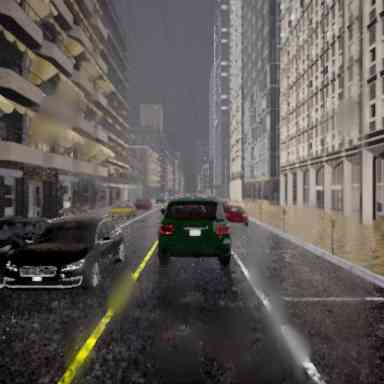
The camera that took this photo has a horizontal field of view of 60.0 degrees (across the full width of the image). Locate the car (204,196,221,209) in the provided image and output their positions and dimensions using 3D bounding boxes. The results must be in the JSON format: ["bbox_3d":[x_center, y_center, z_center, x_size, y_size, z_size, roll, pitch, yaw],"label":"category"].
[{"bbox_3d":[2.690,1.326,44.674,1.967,1.590,4.097,0,0,0],"label":"car"}]

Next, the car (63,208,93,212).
[{"bbox_3d":[-5.690,1.503,16.431,2.008,1.369,4.403,0,0,0],"label":"car"}]

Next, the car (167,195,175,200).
[{"bbox_3d":[-5.691,1.372,89.863,1.802,1.307,4.206,0,0,0],"label":"car"}]

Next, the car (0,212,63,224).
[{"bbox_3d":[-5.690,1.534,10.783,1.947,1.339,4.313,0,0,0],"label":"car"}]

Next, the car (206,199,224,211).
[{"bbox_3d":[2.689,1.480,39.026,1.802,1.307,4.206,0,0,0],"label":"car"}]

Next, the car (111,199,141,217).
[{"bbox_3d":[-5.691,1.449,27.559,1.752,1.417,4.829,0,0,0],"label":"car"}]

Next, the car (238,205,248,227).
[{"bbox_3d":[2.689,1.520,22.080,1.802,1.307,4.206,0,0,0],"label":"car"}]

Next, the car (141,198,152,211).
[{"bbox_3d":[-5.691,1.442,39.026,1.887,1.381,4.507,0,0,0],"label":"car"}]

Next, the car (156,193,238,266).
[{"bbox_3d":[0.056,1.187,11.618,2.150,2.045,5.566,0,0,-1],"label":"car"}]

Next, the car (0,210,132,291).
[{"bbox_3d":[-3.101,1.478,9.080,1.837,1.490,4.892,0,0,0],"label":"car"}]

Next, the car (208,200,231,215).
[{"bbox_3d":[2.690,1.477,33.377,1.947,1.339,4.313,0,0,0],"label":"car"}]

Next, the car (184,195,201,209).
[{"bbox_3d":[0.099,1.239,43.588,2.097,1.767,4.553,0,0,0],"label":"car"}]

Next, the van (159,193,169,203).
[{"bbox_3d":[-5.690,1.177,67.269,1.690,1.788,3.998,0,0,0],"label":"van"}]
